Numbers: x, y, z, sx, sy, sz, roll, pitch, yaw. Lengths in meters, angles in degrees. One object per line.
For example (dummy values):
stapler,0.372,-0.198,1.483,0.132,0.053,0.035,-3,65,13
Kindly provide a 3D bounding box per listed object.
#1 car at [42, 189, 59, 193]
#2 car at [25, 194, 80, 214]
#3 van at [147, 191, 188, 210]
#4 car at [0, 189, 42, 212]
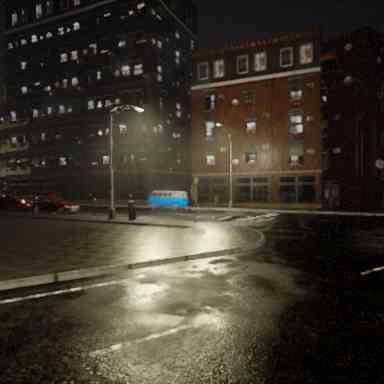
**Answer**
car,-17.727,0.563,39.178,5.009,1.841,2.192,1,0,24
car,-11.035,1.074,26.932,4.206,1.307,1.802,1,0,24
van,-2.344,0.786,32.190,3.998,1.788,1.690,1,0,24
car,-16.159,0.742,29.263,5.009,1.841,2.192,1,0,24
